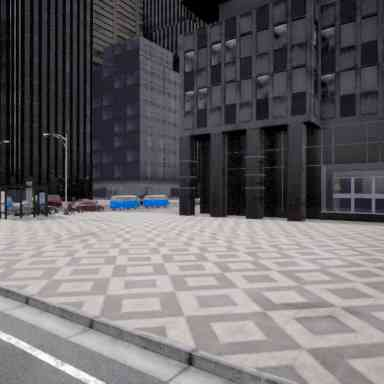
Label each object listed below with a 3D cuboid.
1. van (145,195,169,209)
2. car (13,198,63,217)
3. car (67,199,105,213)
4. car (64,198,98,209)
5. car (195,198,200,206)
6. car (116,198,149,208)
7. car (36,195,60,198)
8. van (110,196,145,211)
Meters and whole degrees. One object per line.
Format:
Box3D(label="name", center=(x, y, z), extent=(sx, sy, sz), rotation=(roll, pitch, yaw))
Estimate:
Box3D(label="van", center=(-4.763, 1.330, 44.836), extent=(1.690, 1.788, 3.998), rotation=(0, 0, 35))
Box3D(label="car", center=(-14.640, 1.549, 30.960), extent=(2.008, 1.369, 4.403), rotation=(0, 0, 35))
Box3D(label="car", center=(-11.348, 1.576, 35.585), extent=(1.802, 1.307, 4.206), rotation=(0, 0, 35))
Box3D(label="car", center=(-15.002, 1.549, 45.153), extent=(1.802, 1.307, 4.206), rotation=(0, 0, 35))
Box3D(label="car", center=(1.821, 1.570, 54.087), extent=(1.802, 1.307, 4.206), rotation=(0, 0, 35))
Box3D(label="car", center=(-8.754, 1.573, 49.321), extent=(1.895, 1.301, 4.718), rotation=(0, 0, 36))
Box3D(label="car", center=(-18.293, 1.285, 40.527), extent=(2.192, 1.841, 5.009), rotation=(0, 0, 35))
Box3D(label="van", center=(-8.055, 1.332, 40.211), extent=(1.690, 1.788, 3.998), rotation=(0, 0, 35))
